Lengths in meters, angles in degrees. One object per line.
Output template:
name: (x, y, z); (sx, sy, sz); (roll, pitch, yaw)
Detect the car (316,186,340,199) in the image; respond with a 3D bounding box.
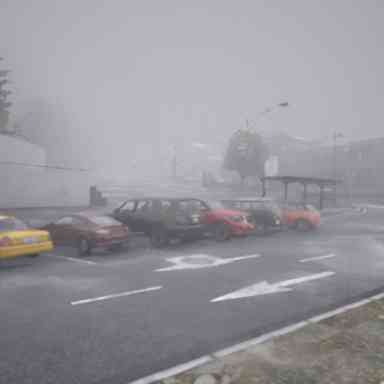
car: (20.298, 0.195, 48.708); (2.002, 1.452, 4.674); (7, 3, 35)

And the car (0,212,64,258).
car: (-7.066, 1.493, 11.686); (5.366, 1.575, 1.946); (-1, -1, 35)

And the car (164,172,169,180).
car: (-4.006, -3.792, 83.137); (2.185, 1.767, 4.553); (6, 3, 34)

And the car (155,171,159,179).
car: (-7.510, -4.304, 87.953); (2.435, 2.045, 5.566); (1, -1, 34)

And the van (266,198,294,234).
van: (3.016, 1.306, 18.453); (4.442, 1.987, 1.878); (-1, -1, 35)

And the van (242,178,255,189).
van: (11.632, -1.432, 60.924); (1.878, 1.987, 4.442); (7, 4, 35)

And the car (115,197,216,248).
car: (-2.034, 1.262, 15.075); (5.566, 2.045, 2.435); (-1, -1, 35)

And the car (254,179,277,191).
car: (13.393, -0.933, 58.562); (2.231, 1.521, 4.892); (7, 3, 35)

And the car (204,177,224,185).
car: (4.750, -2.258, 70.906); (2.002, 1.452, 4.674); (7, 3, 35)

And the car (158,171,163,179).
car: (-5.738, -4.027, 85.606); (2.185, 1.767, 4.553); (4, 1, 33)

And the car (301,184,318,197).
car: (18.607, -0.367, 51.179); (2.435, 2.045, 5.566); (7, 3, 35)

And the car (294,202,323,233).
car: (5.424, 1.418, 20.204); (4.553, 1.767, 2.185); (-1, -1, 35)

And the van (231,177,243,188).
van: (9.902, -1.705, 63.395); (1.878, 1.987, 4.442); (7, 3, 35)

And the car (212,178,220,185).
car: (6.493, -1.984, 68.444); (2.002, 1.452, 4.674); (7, 3, 35)

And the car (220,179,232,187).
car: (8.326, -1.753, 66.125); (1.946, 1.575, 5.366); (7, 3, 35)

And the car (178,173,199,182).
car: (-0.359, -3.117, 78.413); (1.946, 1.575, 5.366); (7, 3, 34)

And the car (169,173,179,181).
car: (-2.211, -3.640, 80.672); (2.435, 2.045, 5.566); (7, 3, 34)

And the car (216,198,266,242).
car: (0.479, 1.272, 16.781); (5.566, 2.045, 2.435); (-1, -1, 35)

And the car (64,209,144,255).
car: (-4.460, 1.544, 13.315); (4.674, 1.452, 2.002); (-1, -1, 35)
